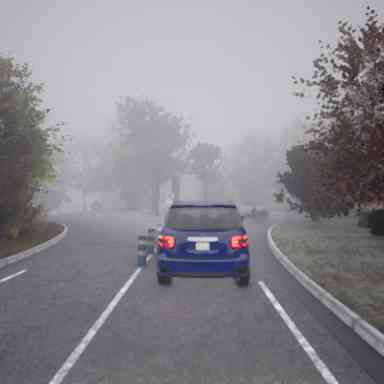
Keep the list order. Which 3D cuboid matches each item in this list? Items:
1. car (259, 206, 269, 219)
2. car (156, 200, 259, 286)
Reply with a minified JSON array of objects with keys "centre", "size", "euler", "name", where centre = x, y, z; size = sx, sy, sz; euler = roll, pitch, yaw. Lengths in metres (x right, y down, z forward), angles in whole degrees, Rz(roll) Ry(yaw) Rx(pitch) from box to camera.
[{"centre":[6.103,2.027,33.270],"size":[2.033,1.411,5.357],"euler":[-1,-2,31],"name":"car"},{"centre":[0.341,1.224,9.547],"size":[2.150,2.045,5.566],"euler":[0,0,3],"name":"car"}]
